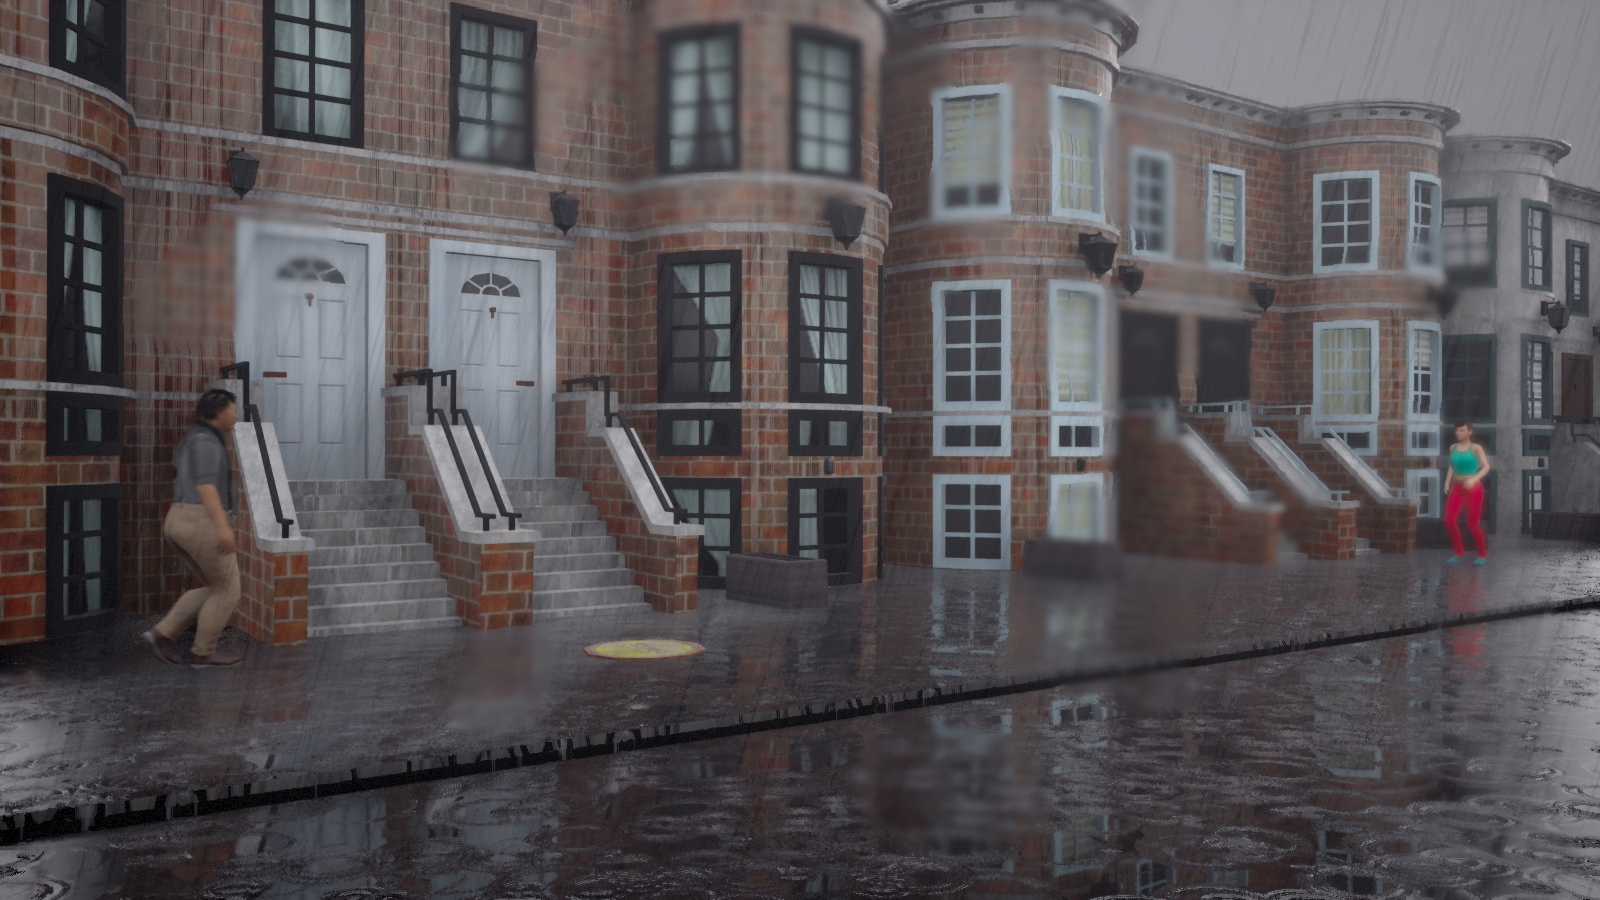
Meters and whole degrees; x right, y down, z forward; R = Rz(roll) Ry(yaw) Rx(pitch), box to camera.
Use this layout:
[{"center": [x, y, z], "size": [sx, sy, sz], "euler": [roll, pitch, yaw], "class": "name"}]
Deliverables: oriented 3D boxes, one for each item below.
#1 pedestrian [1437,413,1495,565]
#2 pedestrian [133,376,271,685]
[{"center": [8.208, 0.475, 15.472], "size": [0.594, 1.836, 0.345], "euler": [0, 0, -27], "class": "pedestrian"}, {"center": [-3.782, 0.482, 7.941], "size": [0.694, 1.848, 0.540], "euler": [0, 0, -37], "class": "pedestrian"}]
